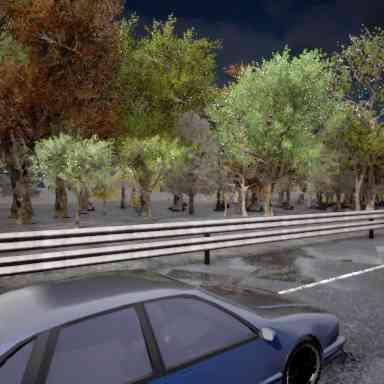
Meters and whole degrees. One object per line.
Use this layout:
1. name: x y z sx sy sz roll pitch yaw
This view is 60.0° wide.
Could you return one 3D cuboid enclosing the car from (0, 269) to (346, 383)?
1. car: -0.657 1.549 3.257 5.357 1.411 2.033 0 0 -38
